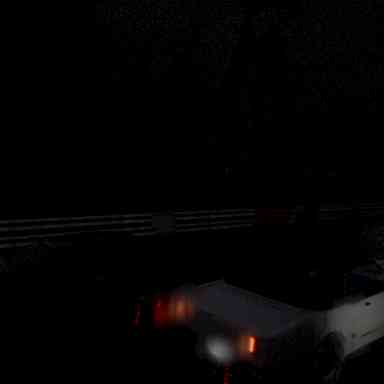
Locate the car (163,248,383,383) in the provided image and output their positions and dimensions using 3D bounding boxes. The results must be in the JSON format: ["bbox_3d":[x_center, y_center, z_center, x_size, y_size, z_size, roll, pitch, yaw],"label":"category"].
[{"bbox_3d":[2.112,1.576,5.212,4.718,1.301,1.895,0,0,-35],"label":"car"}]

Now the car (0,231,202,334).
[{"bbox_3d":[-1.782,1.533,6.754,5.357,1.411,2.033,0,0,-35],"label":"car"}]
